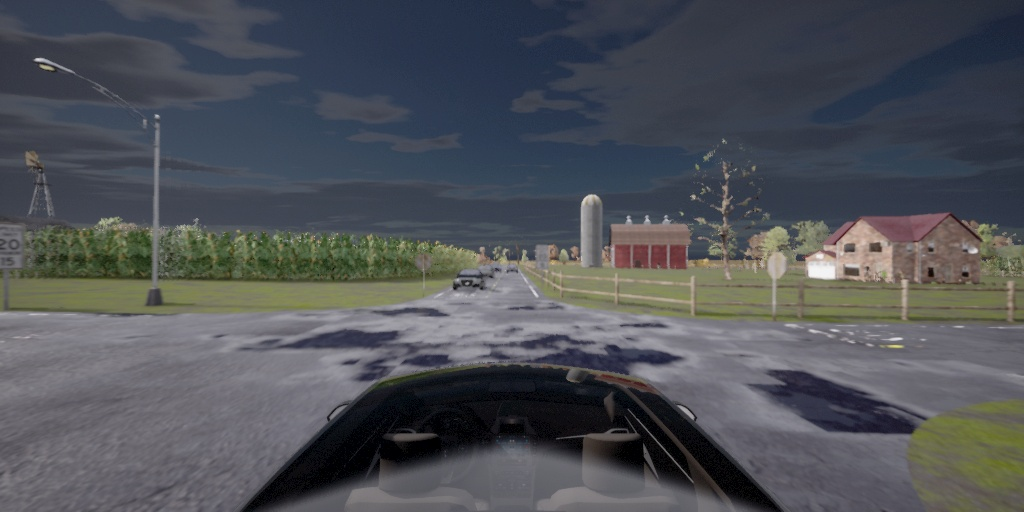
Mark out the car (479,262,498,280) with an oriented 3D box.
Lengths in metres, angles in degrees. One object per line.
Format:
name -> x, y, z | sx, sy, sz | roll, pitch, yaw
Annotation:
car -> -2.847, 1.683, 38.211 | 1.837, 1.490, 4.892 | 0, -1, 0

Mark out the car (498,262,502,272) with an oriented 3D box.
car -> -2.750, 1.795, 59.301 | 2.097, 1.767, 4.553 | 0, -1, 0

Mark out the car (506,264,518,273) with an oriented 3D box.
car -> 0.056, 1.942, 55.479 | 2.033, 1.411, 5.357 | 0, -1, 0

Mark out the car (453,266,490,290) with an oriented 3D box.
car -> -2.847, 1.581, 24.828 | 1.994, 1.385, 4.181 | 0, -1, 0
